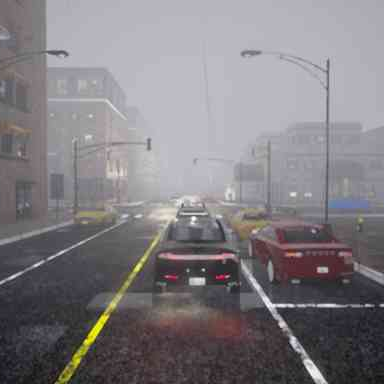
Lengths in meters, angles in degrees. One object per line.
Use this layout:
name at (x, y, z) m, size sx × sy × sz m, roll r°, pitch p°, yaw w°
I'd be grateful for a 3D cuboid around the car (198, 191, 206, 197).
car at (2.499, 0.561, 87.066) m, size 2.008 × 1.369 × 4.403 m, roll -1°, pitch 1°, yaw 0°

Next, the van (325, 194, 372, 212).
van at (14.591, 1.031, 31.207) m, size 3.998 × 1.788 × 1.690 m, roll 0°, pitch 1°, yaw -1°

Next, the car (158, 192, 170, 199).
car at (-5.845, 0.742, 69.947) m, size 2.008 × 1.369 × 4.403 m, roll 0°, pitch 1°, yaw 0°

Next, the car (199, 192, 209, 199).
car at (2.535, 0.742, 69.978) m, size 2.008 × 1.369 × 4.403 m, roll 0°, pitch 1°, yaw 0°

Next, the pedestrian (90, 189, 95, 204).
pedestrian at (-12.721, 0.564, 42.263) m, size 0.375 × 1.860 × 0.375 m, roll 0°, pitch 1°, yaw -1°

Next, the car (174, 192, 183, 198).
car at (-3.167, 0.649, 78.547) m, size 1.994 × 1.385 × 4.181 m, roll 0°, pitch 1°, yaw 0°

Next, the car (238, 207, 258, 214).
car at (2.653, 1.343, 14.892) m, size 1.752 × 1.417 × 4.829 m, roll 0°, pitch 1°, yaw 0°

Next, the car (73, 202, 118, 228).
car at (-5.739, 1.279, 20.234) m, size 1.752 × 1.417 × 4.829 m, roll 0°, pitch 1°, yaw 0°

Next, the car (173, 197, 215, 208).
car at (0.061, 1.262, 18.849) m, size 2.128 × 1.511 × 4.902 m, roll 0°, pitch 1°, yaw 0°

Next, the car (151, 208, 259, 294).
car at (0.084, 1.386, 8.481) m, size 2.128 × 1.511 × 4.902 m, roll 0°, pitch 1°, yaw 0°

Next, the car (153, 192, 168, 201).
car at (-5.821, 0.866, 58.554) m, size 2.008 × 1.369 × 4.403 m, roll 0°, pitch 1°, yaw 0°

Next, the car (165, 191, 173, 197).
car at (-5.882, 0.538, 86.866) m, size 1.752 × 1.417 × 4.829 m, roll 0°, pitch 1°, yaw 0°

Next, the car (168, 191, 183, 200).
car at (-3.168, 0.813, 63.041) m, size 2.033 × 1.411 × 5.357 m, roll 0°, pitch 1°, yaw 1°

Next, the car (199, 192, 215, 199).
car at (2.571, 0.817, 52.886) m, size 1.967 × 1.590 × 4.097 m, roll 0°, pitch 1°, yaw 0°

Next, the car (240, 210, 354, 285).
car at (2.666, 1.432, 9.025) m, size 1.887 × 1.381 × 4.507 m, roll 0°, pitch 1°, yaw 0°
